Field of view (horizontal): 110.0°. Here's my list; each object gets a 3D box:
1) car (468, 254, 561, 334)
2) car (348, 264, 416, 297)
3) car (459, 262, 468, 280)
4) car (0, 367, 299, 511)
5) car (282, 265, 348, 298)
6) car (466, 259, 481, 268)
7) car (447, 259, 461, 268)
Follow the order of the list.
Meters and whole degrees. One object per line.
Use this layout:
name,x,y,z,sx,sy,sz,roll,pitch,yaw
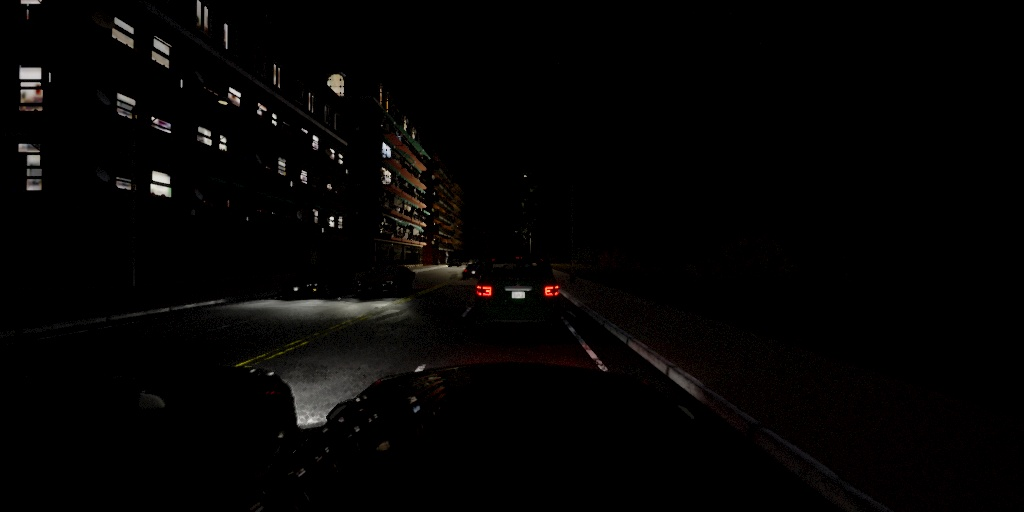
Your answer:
car,0.106,0.974,10.787,2.150,2.045,5.566,0,0,-1
car,-6.593,1.231,19.244,1.882,1.535,5.008,0,0,0
car,-3.136,1.319,31.396,1.994,1.385,4.181,0,0,0
car,-3.153,1.313,1.914,1.994,1.385,4.181,0,0,0
car,-9.844,1.258,18.759,1.837,1.490,4.892,0,0,0
car,-6.542,1.303,61.432,2.033,1.411,5.357,0,0,0
car,-9.792,1.263,61.380,1.837,1.490,4.892,0,-1,0
